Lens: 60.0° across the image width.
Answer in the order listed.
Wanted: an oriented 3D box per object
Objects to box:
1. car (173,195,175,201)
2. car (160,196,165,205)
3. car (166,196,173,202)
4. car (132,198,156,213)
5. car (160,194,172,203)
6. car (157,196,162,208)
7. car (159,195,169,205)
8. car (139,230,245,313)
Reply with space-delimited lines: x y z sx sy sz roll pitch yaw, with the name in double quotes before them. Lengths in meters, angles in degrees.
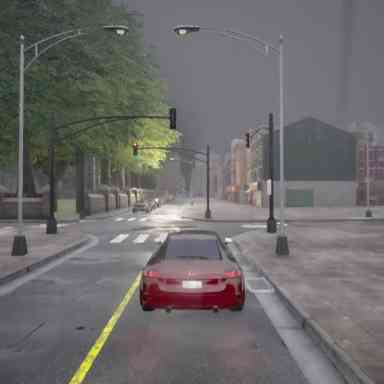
"car" -5.834 1.618 82.113 1.967 1.590 4.097 1 0 0
"car" -5.578 1.623 49.413 1.947 1.339 4.313 1 0 0
"car" -5.878 1.731 87.393 1.752 1.417 4.829 1 0 0
"car" -5.505 1.584 36.827 2.008 1.369 4.403 1 0 0
"car" -5.702 1.421 65.763 2.192 1.841 5.009 1 0 0
"car" -5.534 1.597 43.963 2.008 1.369 4.403 1 0 0
"car" -5.664 1.669 60.312 1.802 1.307 4.206 1 0 0
"car" 0.021 1.567 7.744 1.994 1.385 4.181 0 0 1
